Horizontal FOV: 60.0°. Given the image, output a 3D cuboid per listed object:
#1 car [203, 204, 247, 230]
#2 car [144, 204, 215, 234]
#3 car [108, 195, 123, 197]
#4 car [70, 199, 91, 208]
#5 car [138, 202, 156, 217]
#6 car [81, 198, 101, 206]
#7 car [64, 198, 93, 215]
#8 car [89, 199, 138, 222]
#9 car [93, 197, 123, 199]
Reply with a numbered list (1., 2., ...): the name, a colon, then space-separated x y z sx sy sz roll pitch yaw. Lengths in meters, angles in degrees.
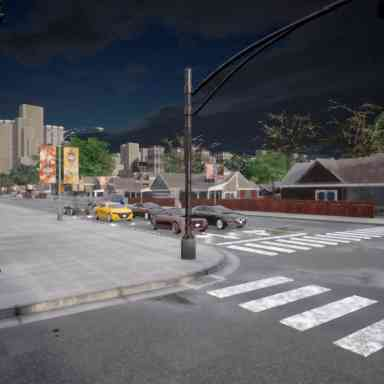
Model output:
1. car: 1.570 1.603 22.193 1.837 1.490 4.892 0 0 -35
2. car: -0.852 1.660 19.991 1.994 1.385 4.181 0 0 -35
3. car: -12.942 1.523 54.146 2.150 2.045 5.566 0 0 -36
4. car: -19.408 1.887 57.612 2.033 1.411 5.357 0 0 -34
5. car: -4.007 1.662 30.034 1.837 1.490 4.892 0 0 -36
6. car: -19.093 1.907 62.626 2.033 1.411 5.357 0 0 -35
7. car: -12.796 1.728 36.803 1.837 1.490 4.892 0 0 -35
8. car: -6.800 1.638 28.373 1.882 1.535 5.008 0 0 -35
9. car: -9.982 1.697 38.452 1.882 1.535 5.008 0 0 -35
